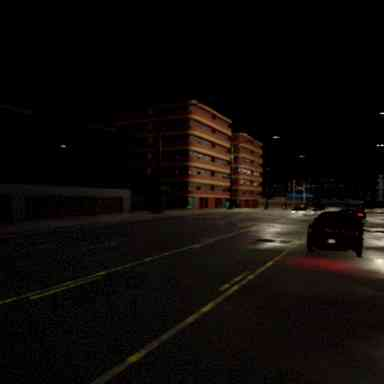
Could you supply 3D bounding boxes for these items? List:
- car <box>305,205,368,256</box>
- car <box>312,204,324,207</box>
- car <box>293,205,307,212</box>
[{"bbox_3d":[6.054,1.542,13.755,1.882,1.535,5.008,0,1,29],"label":"car"},{"bbox_3d":[23.132,2.915,60.462,1.837,1.490,4.892,0,-2,29],"label":"car"},{"bbox_3d":[20.247,3.010,62.458,1.895,1.301,4.718,0,-2,29],"label":"car"}]
